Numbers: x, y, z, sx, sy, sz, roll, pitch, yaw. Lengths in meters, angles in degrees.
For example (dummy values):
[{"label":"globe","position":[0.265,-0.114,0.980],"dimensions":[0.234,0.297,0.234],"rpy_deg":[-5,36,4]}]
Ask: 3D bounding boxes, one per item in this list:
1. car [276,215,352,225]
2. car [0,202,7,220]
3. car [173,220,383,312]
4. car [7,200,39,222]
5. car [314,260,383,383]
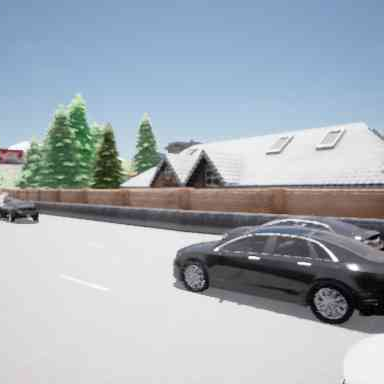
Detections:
[{"label":"car","position":[3.219,1.492,10.464],"dimensions":[4.902,1.511,2.128],"rpy_deg":[0,0,37]},{"label":"car","position":[-13.603,1.114,20.434],"dimensions":[5.566,2.045,2.150],"rpy_deg":[0,0,45]},{"label":"car","position":[1.771,1.503,7.177],"dimensions":[4.892,1.490,1.837],"rpy_deg":[0,0,37]},{"label":"car","position":[-13.041,1.393,24.871],"dimensions":[1.837,1.490,4.892],"rpy_deg":[0,0,-44]},{"label":"car","position":[3.308,1.542,1.732],"dimensions":[4.674,1.442,1.812],"rpy_deg":[0,0,35]}]
